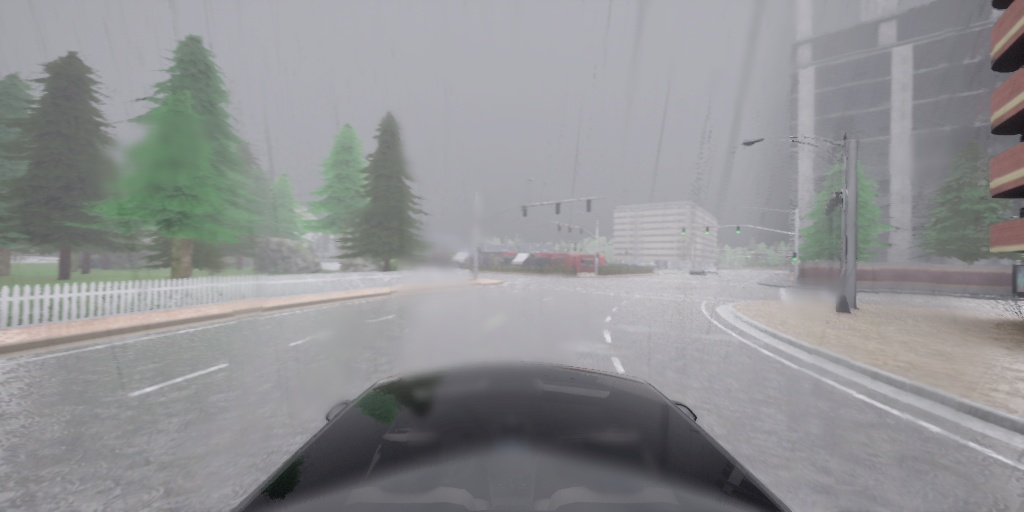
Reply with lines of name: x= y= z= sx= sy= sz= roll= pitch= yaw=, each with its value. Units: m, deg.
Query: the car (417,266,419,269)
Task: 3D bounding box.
car: x=-16.081 y=1.695 z=53.772 sx=4.718 sy=1.301 sz=1.895 roll=1 pitch=-1 yaw=38
